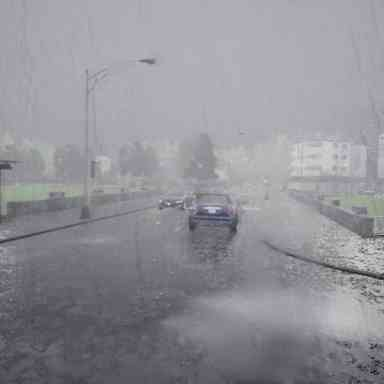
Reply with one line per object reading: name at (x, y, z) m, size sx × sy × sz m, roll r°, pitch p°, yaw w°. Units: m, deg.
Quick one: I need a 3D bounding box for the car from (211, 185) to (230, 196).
car at (4.198, -0.229, 48.563) m, size 2.033 × 1.411 × 5.357 m, roll 2°, pitch 2°, yaw 13°

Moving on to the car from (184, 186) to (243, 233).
car at (1.295, 0.757, 15.903) m, size 2.097 × 1.767 × 4.553 m, roll 2°, pitch 2°, yaw 12°

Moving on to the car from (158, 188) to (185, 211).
car at (-1.034, 0.508, 24.868) m, size 1.837 × 1.490 × 4.892 m, roll 2°, pitch 2°, yaw 13°

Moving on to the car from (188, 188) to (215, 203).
car at (1.057, 0.290, 34.416) m, size 1.895 × 1.301 × 4.718 m, roll 2°, pitch 2°, yaw 13°
